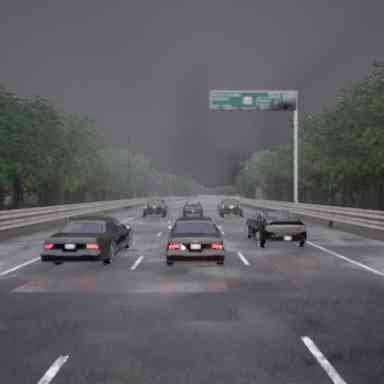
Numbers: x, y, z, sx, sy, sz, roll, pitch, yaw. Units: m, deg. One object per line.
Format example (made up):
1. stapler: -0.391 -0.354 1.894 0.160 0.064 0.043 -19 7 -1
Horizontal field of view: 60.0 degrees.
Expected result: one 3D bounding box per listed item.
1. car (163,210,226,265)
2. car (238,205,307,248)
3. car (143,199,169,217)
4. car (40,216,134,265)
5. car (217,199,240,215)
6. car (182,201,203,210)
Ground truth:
1. car: 0.097 1.572 11.775 2.033 1.411 5.357 0 0 0
2. car: 3.595 1.523 14.907 2.128 1.511 4.902 0 0 0
3. car: -3.410 1.438 32.242 2.097 1.767 4.553 0 0 0
4. car: -3.403 1.572 11.783 2.033 1.411 5.357 0 0 0
5. car: 3.590 1.438 32.251 2.097 1.767 4.553 0 0 0
6. car: 0.088 1.578 32.490 2.128 1.511 4.902 0 0 0
